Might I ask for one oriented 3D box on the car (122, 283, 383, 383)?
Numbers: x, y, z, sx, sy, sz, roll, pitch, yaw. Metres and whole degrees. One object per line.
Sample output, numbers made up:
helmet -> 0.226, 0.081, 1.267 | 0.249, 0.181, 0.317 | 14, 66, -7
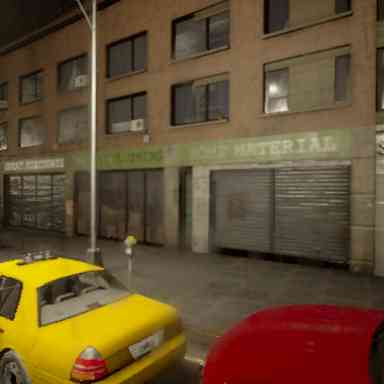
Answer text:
car -> 2.273, 1.315, 1.449 | 5.009, 1.841, 2.192 | 0, 1, 35

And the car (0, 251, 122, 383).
car -> -2.341, 1.526, 4.739 | 4.829, 1.417, 1.752 | 0, 1, 35
